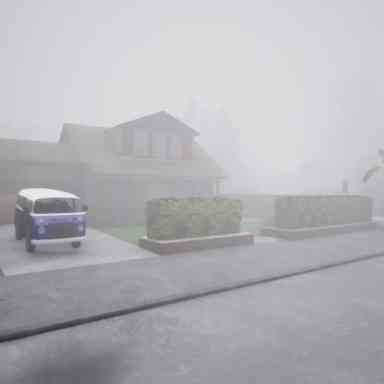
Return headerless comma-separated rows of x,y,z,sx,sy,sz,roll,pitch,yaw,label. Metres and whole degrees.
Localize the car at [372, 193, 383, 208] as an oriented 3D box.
24.038,0.948,40.782,3.866,1.878,1.905,0,0,0,car
